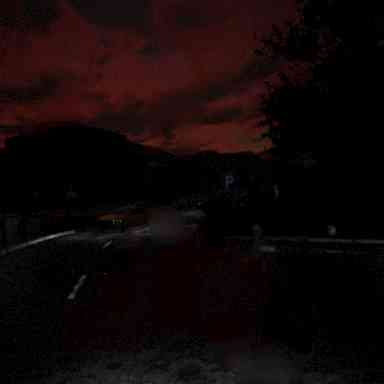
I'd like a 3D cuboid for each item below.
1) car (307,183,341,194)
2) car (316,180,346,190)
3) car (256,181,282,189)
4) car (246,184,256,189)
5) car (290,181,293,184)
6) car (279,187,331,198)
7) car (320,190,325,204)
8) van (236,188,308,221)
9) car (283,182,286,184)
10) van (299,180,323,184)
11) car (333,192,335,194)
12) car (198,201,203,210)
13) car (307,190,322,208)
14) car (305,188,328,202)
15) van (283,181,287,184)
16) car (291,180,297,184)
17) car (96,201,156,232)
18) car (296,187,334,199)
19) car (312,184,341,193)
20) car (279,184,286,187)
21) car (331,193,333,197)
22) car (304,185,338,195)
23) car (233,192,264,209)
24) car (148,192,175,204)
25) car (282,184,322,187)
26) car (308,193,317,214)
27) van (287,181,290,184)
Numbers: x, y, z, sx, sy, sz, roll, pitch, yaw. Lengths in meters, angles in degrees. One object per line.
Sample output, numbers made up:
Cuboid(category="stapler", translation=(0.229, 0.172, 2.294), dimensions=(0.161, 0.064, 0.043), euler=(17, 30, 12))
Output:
Cuboid(category="car", translation=(23.241, -0.595, 58.756), dimensions=(5.366, 1.575, 1.946), euler=(-2, 2, 27))
Cuboid(category="car", translation=(29.649, -1.494, 71.036), dimensions=(5.566, 2.045, 2.435), euler=(-2, 2, 27))
Cuboid(category="car", translation=(13.427, -0.388, 57.451), dimensions=(2.150, 2.045, 5.566), euler=(-2, 2, 27))
Cuboid(category="car", translation=(13.838, -0.729, 68.782), dimensions=(5.566, 2.045, 2.435), euler=(-2, 2, 27))
Cuboid(category="car", translation=(22.781, -1.377, 86.242), dimensions=(4.792, 1.488, 2.163), euler=(-2, 2, 27))
Cuboid(category="car", translation=(12.108, 0.572, 36.422), dimensions=(5.008, 1.535, 2.097), euler=(-2, 2, 27))
Cuboid(category="car", translation=(9.619, 0.863, 31.471), dimensions=(4.792, 1.488, 2.163), euler=(-2, 2, 27))
Cuboid(category="van", translation=(5.710, 1.006, 24.115), dimensions=(4.442, 1.987, 1.878), euler=(-2, 2, 27))
Cuboid(category="car", translation=(18.943, -1.002, 78.765), dimensions=(5.008, 1.535, 2.097), euler=(-2, 2, 27))
Cuboid(category="van", translation=(18.476, -0.307, 48.725), dimensions=(4.442, 1.987, 1.878), euler=(-2, 2, 27))
Cuboid(category="car", translation=(15.866, 0.181, 43.843), dimensions=(5.008, 1.535, 2.097), euler=(-2, 2, 27))
Cuboid(category="car", translation=(2.365, 1.142, 35.863), dimensions=(1.895, 1.301, 4.718), euler=(-2, 2, 27))
Cuboid(category="car", translation=(8.171, 0.967, 29.096), dimensions=(5.366, 1.575, 1.946), euler=(-2, 2, 27))
Cuboid(category="car", translation=(10.842, 0.704, 33.956), dimensions=(4.892, 1.521, 2.231), euler=(-2, 2, 27))
Cuboid(category="van", translation=(20.104, -1.357, 81.309), dimensions=(4.442, 1.987, 1.878), euler=(-2, 2, 27))
Cuboid(category="car", translation=(25.297, -1.693, 91.247), dimensions=(4.892, 1.521, 2.231), euler=(-2, 2, 27))
Cuboid(category="car", translation=(-4.313, 1.669, 22.142), dimensions=(1.882, 1.535, 5.008), euler=(-2, 1, 22))
Cuboid(category="car", translation=(17.126, 0.091, 46.316), dimensions=(4.674, 1.452, 2.002), euler=(-2, 2, 27))
Cuboid(category="car", translation=(24.689, -0.697, 61.131), dimensions=(4.792, 1.488, 2.163), euler=(-2, 2, 27))
Cuboid(category="car", translation=(16.409, -0.121, 55.898), dimensions=(1.994, 1.385, 4.181), euler=(-2, 2, 27))
Cuboid(category="car", translation=(14.614, 0.351, 41.371), dimensions=(4.674, 1.452, 2.002), euler=(-2, 2, 27))
Cuboid(category="car", translation=(20.869, -0.307, 53.742), dimensions=(4.792, 1.488, 2.163), euler=(-2, 2, 27))
Cuboid(category="car", translation=(6.212, 0.876, 35.850), dimensions=(1.837, 1.490, 4.892), euler=(-2, 2, 27))
Cuboid(category="car", translation=(-4.143, 0.813, 45.850), dimensions=(2.097, 1.767, 4.553), euler=(-2, 1, 27))
Cuboid(category="car", translation=(13.381, 0.315, 38.879), dimensions=(4.553, 1.767, 2.185), euler=(-2, 2, 27))
Cuboid(category="car", translation=(7.107, 1.126, 26.526), dimensions=(4.792, 1.488, 2.163), euler=(-2, 2, 27))
Cuboid(category="van", translation=(21.579, -1.498, 83.698), dimensions=(4.442, 1.987, 1.878), euler=(-2, 2, 27))
